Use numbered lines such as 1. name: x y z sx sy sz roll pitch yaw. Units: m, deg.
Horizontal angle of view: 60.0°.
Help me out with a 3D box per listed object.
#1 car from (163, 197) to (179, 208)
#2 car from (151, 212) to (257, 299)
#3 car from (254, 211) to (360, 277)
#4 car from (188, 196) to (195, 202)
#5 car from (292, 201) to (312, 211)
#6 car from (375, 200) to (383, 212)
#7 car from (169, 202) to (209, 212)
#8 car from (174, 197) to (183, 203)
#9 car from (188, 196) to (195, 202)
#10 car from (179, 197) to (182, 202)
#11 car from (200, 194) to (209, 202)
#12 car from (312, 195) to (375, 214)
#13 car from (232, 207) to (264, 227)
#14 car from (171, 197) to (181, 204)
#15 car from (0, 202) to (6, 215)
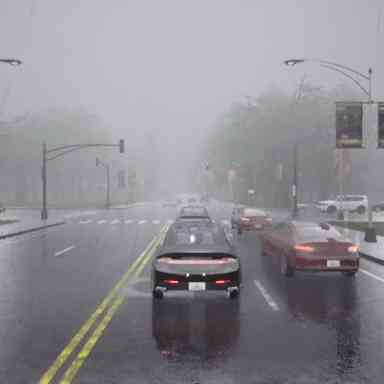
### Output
1. car: -3.414 1.746 51.999 1.895 1.301 4.718 0 0 0
2. car: 0.088 1.494 8.444 2.128 1.511 4.902 0 0 0
3. car: 3.332 1.530 10.162 1.812 1.442 4.674 0 0 0
4. car: -0.111 1.870 82.487 1.882 1.535 5.008 0 -1 0
5. car: 14.811 1.761 40.764 4.718 1.301 1.895 0 0 0
6. car: 23.943 1.683 40.849 5.008 1.535 1.882 0 0 0
7. car: 0.077 1.512 17.852 2.128 1.511 4.902 0 0 0
8. car: -3.361 1.923 81.739 2.033 1.411 5.357 0 -1 0
9. car: -0.127 1.939 92.940 1.994 1.385 4.181 0 -1 0
10. car: -3.399 1.688 61.351 2.128 1.511 4.902 0 0 1
11. car: 3.138 1.619 82.558 2.150 2.045 5.566 0 -1 0
12. car: 17.056 1.388 37.541 5.566 2.045 2.150 0 0 -1
13. car: 3.335 1.550 18.970 1.812 1.442 4.674 0 0 1
14. car: -3.347 1.831 71.262 1.994 1.385 4.181 0 -1 0
15. car: -20.182 1.215 30.508 5.566 2.045 2.150 0 0 -1
